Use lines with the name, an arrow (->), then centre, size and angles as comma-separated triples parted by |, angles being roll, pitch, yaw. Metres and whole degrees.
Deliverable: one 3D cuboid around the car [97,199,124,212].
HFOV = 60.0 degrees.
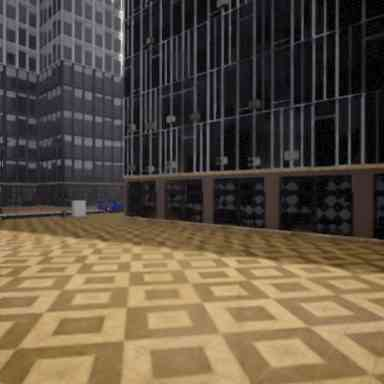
car -> -9.683, 1.660, 42.439 | 1.882, 1.535, 5.008 | 0, 0, 43
